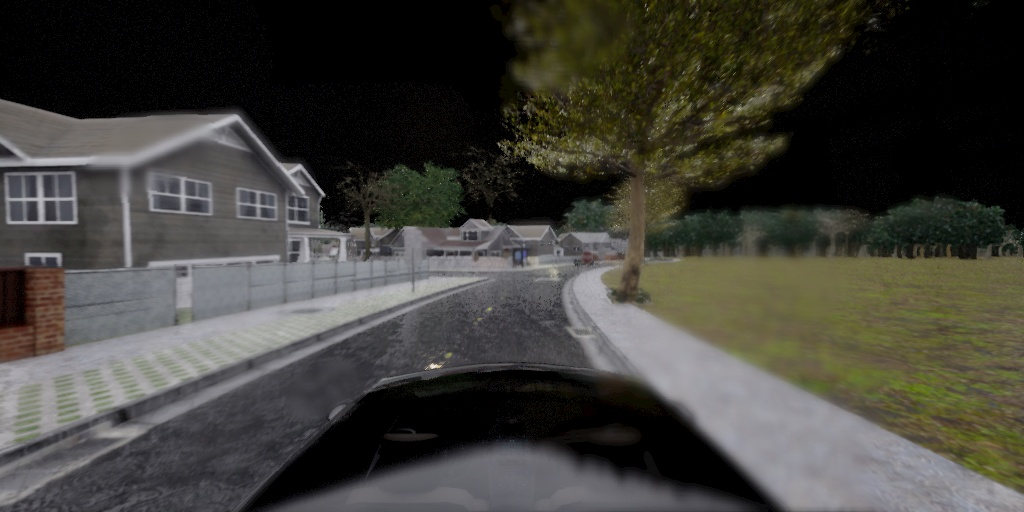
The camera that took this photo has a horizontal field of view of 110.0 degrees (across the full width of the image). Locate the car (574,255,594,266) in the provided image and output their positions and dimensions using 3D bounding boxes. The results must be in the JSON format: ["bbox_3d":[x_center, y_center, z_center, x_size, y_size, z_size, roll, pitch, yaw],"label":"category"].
[{"bbox_3d":[12.677,0.740,62.466,2.150,2.045,5.566,1,3,29],"label":"car"}]
